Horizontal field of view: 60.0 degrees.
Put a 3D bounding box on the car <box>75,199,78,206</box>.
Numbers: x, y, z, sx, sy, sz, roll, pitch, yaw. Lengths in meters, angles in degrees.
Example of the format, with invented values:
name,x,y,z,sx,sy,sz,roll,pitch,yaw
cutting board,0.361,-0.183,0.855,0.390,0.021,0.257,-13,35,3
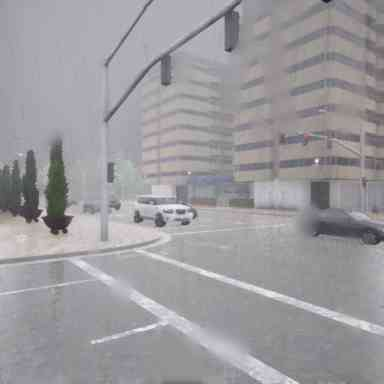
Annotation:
name,x,y,z,sx,sy,sz,roll,pitch,yaw
car,-20.587,1.515,55.651,1.837,1.490,4.892,0,0,-35

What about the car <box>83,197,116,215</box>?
name,x,y,z,sx,sy,sz,roll,pitch,yaw
car,-9.721,1.525,33.831,1.812,1.442,4.674,0,0,-35

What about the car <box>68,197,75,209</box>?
name,x,y,z,sx,sy,sz,roll,pitch,yaw
car,-18.275,1.478,46.109,1.882,1.535,5.008,0,0,-35

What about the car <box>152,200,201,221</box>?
name,x,y,z,sx,sy,sz,roll,pitch,yaw
car,-1.413,1.505,28.064,1.837,1.490,4.892,0,0,-35

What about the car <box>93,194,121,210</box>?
name,x,y,z,sx,sy,sz,roll,pitch,yaw
car,-10.874,1.224,41.595,2.150,2.045,5.566,0,0,-35

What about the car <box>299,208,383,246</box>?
name,x,y,z,sx,sy,sz,roll,pitch,yaw
car,7.266,1.526,15.655,1.812,1.442,4.674,0,0,-35

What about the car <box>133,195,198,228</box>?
name,x,y,z,sx,sy,sz,roll,pitch,yaw
car,-2.170,1.223,22.951,2.150,2.045,5.566,0,0,-34

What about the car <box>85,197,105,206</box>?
name,x,y,z,sx,sy,sz,roll,pitch,yaw
car,-16.391,1.564,55.938,1.994,1.385,4.181,0,0,-35

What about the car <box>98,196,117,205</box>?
name,x,y,z,sx,sy,sz,roll,pitch,yaw
car,-15.540,1.526,60.827,1.812,1.442,4.674,0,0,-35
